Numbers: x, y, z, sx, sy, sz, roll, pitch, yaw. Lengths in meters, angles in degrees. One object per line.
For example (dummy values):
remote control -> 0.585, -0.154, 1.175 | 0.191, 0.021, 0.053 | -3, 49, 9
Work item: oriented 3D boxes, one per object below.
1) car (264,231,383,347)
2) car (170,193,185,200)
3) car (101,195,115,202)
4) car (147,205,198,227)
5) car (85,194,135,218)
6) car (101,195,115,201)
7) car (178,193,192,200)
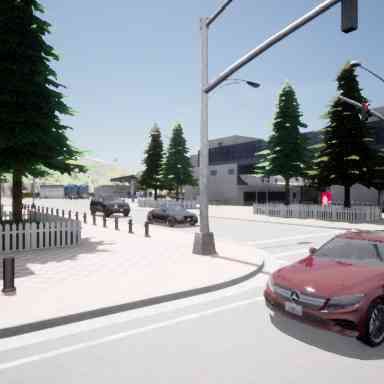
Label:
car -> 3.451, 1.526, 6.444 | 4.674, 1.442, 1.812 | 0, 0, -35
car -> -3.884, 1.113, 86.005 | 1.932, 1.855, 4.605 | 0, 0, -37
car -> -18.893, 1.389, 75.046 | 1.845, 1.501, 3.633 | 0, 0, -37
car -> -1.416, 1.579, 22.872 | 1.994, 1.385, 4.181 | 0, 0, -37
car -> -7.851, 1.237, 31.390 | 2.150, 2.045, 5.566 | 0, 0, -37
car -> -20.919, 1.400, 82.782 | 1.970, 1.475, 3.806 | 0, 0, -37
car -> -1.796, 1.092, 88.067 | 1.905, 1.878, 3.866 | 0, 0, -37
